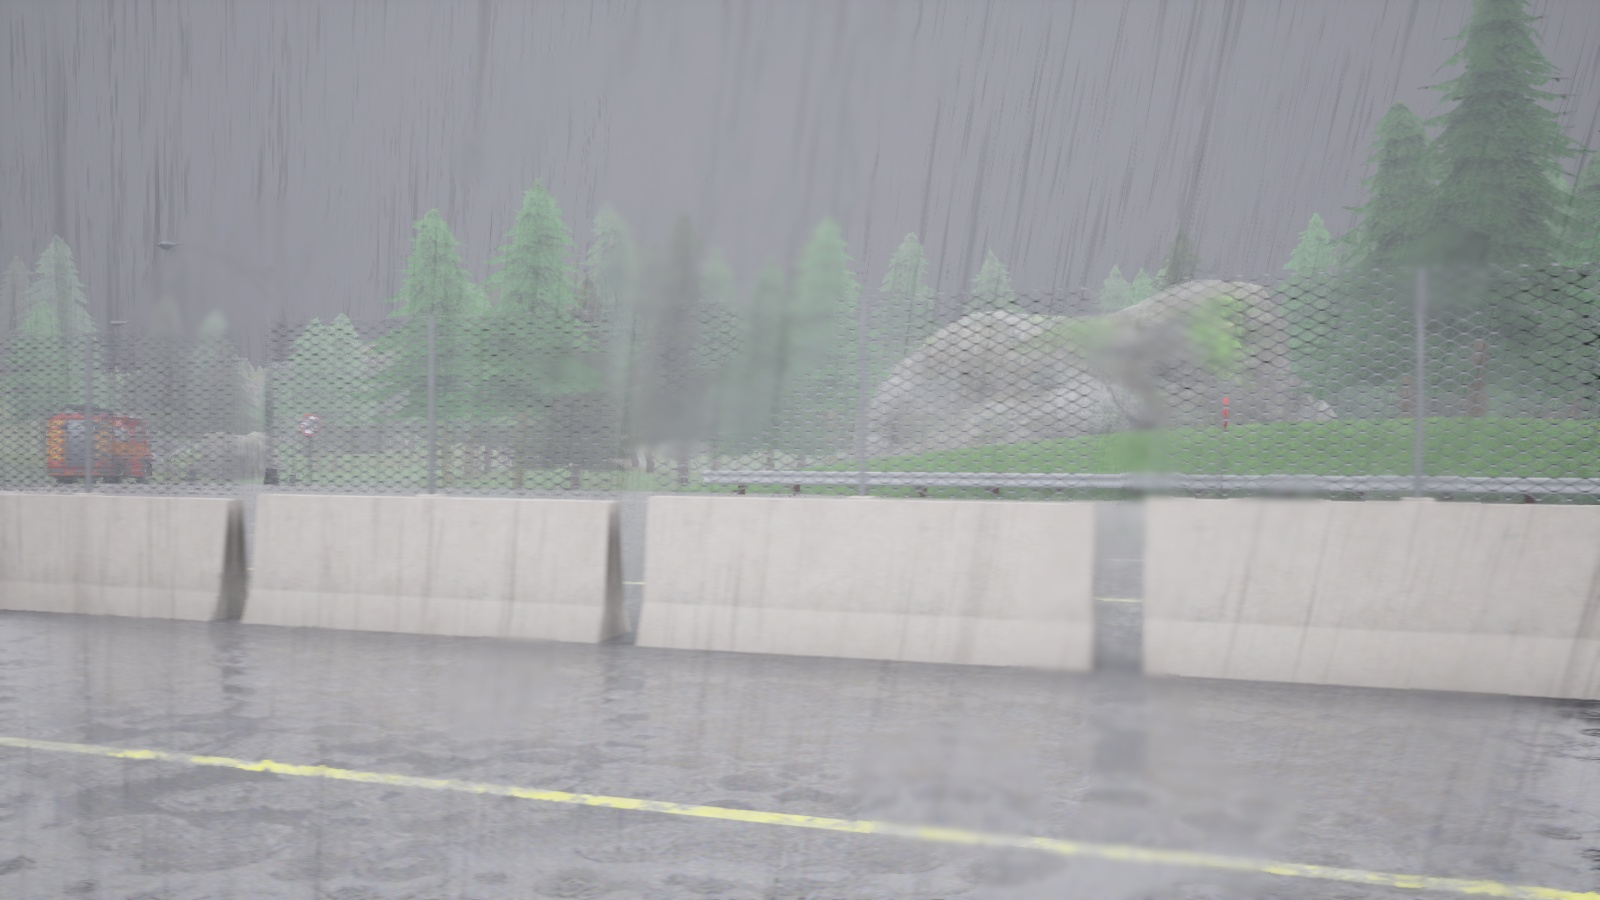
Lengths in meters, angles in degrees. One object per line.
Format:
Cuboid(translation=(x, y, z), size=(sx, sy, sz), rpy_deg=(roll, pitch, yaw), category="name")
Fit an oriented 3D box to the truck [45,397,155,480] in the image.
Cuboid(translation=(-35.109, -0.439, 63.330), size=(2.891, 3.827, 8.468), rpy_deg=(0, -2, -16), category="truck")
